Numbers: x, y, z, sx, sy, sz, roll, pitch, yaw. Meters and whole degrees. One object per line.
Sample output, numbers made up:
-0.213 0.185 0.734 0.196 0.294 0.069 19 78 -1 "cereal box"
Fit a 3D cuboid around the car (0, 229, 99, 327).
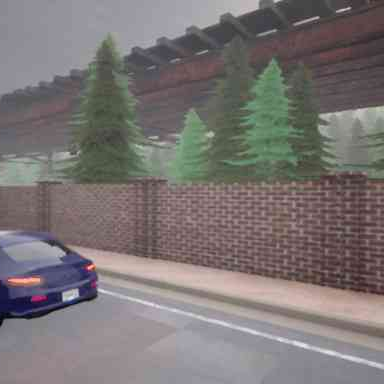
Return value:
-3.839 1.497 6.724 4.674 1.442 1.812 0 0 36 "car"
